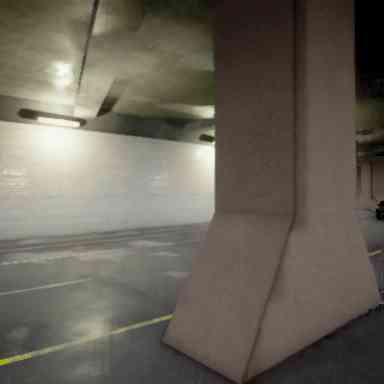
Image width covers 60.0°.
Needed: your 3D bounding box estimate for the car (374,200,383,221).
[{"bbox_3d":[15.204,1.411,25.484,1.837,1.490,4.892,1,0,27],"label":"car"}]
